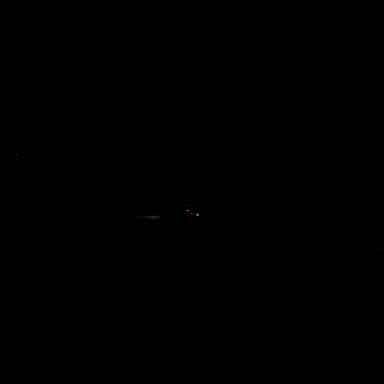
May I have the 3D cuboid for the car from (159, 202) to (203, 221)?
[{"bbox_3d":[-0.961,1.545,27.622,1.812,1.442,4.674,0,0,-37],"label":"car"}]
